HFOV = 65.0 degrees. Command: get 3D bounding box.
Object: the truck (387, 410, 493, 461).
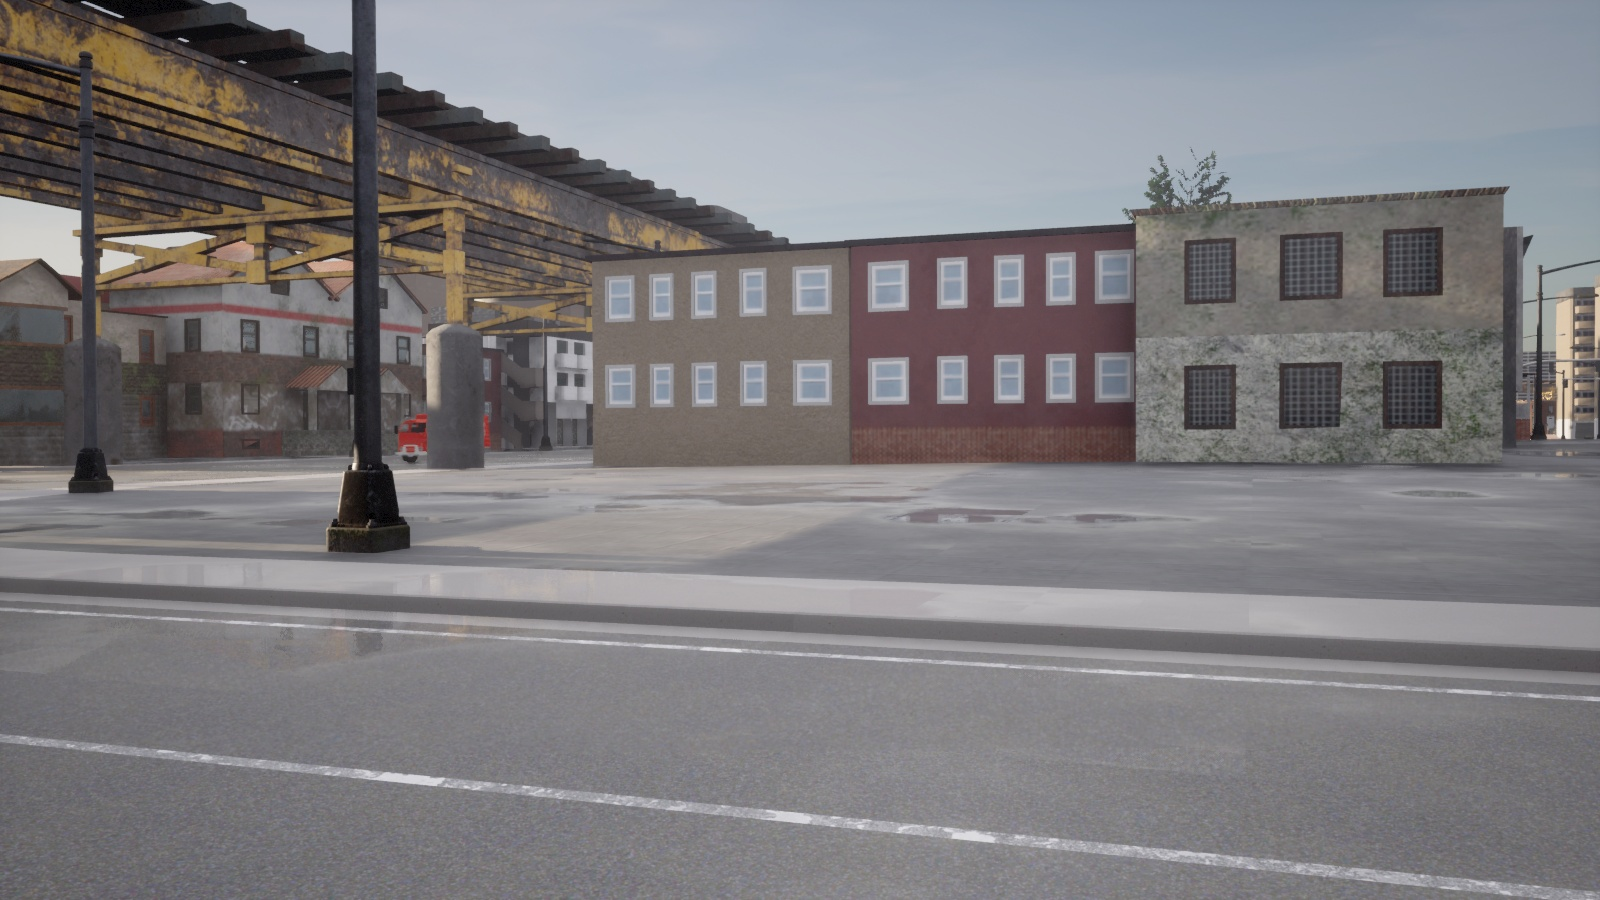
[{"bbox_3d":[-18.329,-0.757,64.199,2.627,2.467,5.204,1,1,20],"label":"truck"}]
